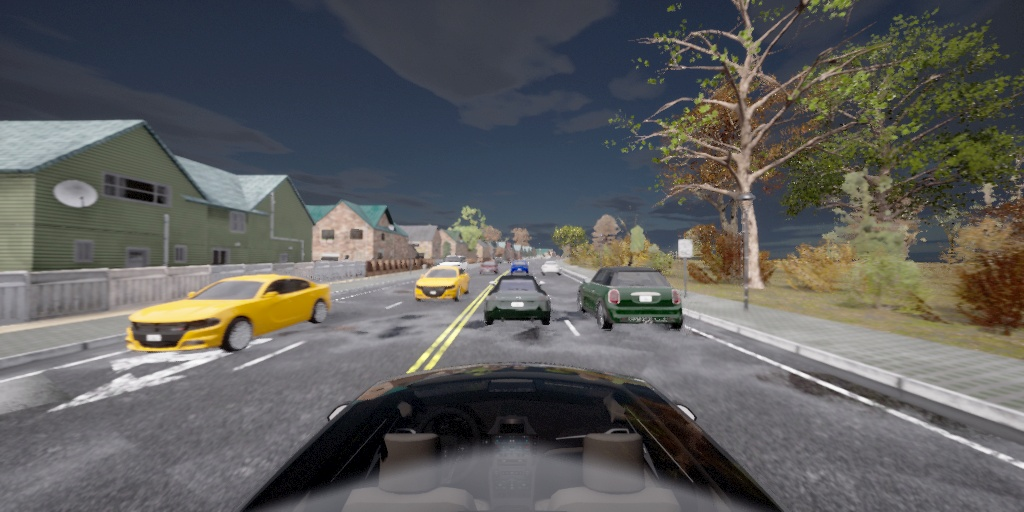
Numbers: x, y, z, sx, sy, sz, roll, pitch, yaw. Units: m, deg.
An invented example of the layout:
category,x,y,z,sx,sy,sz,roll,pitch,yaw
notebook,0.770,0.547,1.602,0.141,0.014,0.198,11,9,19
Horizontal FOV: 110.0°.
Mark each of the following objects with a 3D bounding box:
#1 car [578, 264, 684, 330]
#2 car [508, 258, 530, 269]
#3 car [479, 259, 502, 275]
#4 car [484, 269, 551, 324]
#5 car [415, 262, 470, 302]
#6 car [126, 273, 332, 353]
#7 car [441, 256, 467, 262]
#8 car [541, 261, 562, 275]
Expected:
category,x,y,z,sx,sy,sz,roll,pitch,yaw
car,3.422,1.105,11.221,2.097,1.767,4.553,0,0,1
car,0.878,1.229,39.126,1.882,1.535,5.008,0,0,3
car,-2.452,1.282,39.514,1.812,1.442,4.674,0,0,3
car,0.180,1.317,11.975,1.994,1.385,4.181,0,0,1
car,-3.190,1.232,17.231,1.882,1.535,5.008,0,0,1
car,-6.550,1.230,9.078,1.882,1.535,5.008,0,0,1
car,-5.845,0.980,36.474,2.150,2.045,5.566,0,0,3
car,4.087,1.275,38.149,1.812,1.442,4.674,0,0,3
